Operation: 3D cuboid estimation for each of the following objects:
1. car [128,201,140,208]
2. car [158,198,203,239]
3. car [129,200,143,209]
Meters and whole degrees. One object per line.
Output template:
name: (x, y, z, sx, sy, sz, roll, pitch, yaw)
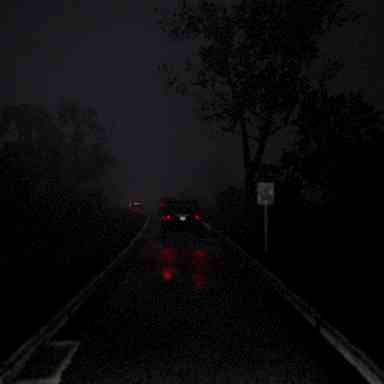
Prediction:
car: (-11.104, 2.324, 63.779, 1.895, 1.301, 4.718, 0, -1, -14)
car: (-0.651, 1.440, 19.115, 2.150, 2.045, 5.566, 0, -1, -4)
car: (-9.412, 2.134, 56.545, 2.128, 1.511, 4.902, 0, -1, -14)
